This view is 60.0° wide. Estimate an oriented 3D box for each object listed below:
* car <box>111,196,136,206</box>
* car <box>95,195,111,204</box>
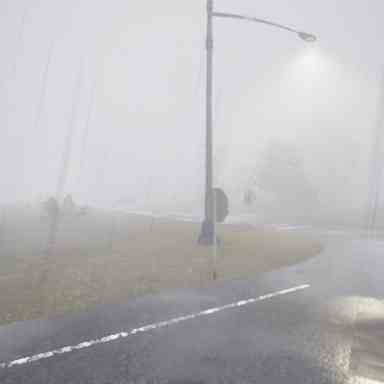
[{"bbox_3d":[-10.541,1.397,52.388,2.128,1.511,4.902,0,0,-33],"label":"car"},{"bbox_3d":[-16.248,1.239,60.907,2.097,1.767,4.553,0,0,-34],"label":"car"}]
